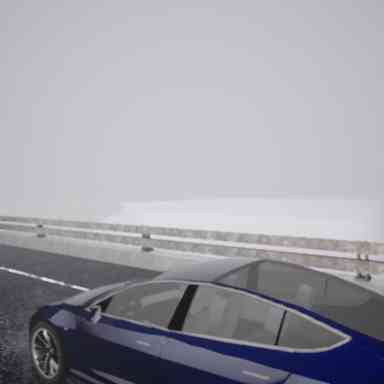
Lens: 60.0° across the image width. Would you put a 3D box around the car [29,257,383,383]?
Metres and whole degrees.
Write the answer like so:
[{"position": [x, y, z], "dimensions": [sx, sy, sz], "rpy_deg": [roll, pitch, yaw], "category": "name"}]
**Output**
[{"position": [0.112, 1.519, 3.787], "dimensions": [4.792, 1.488, 2.163], "rpy_deg": [-1, 0, 36], "category": "car"}]
